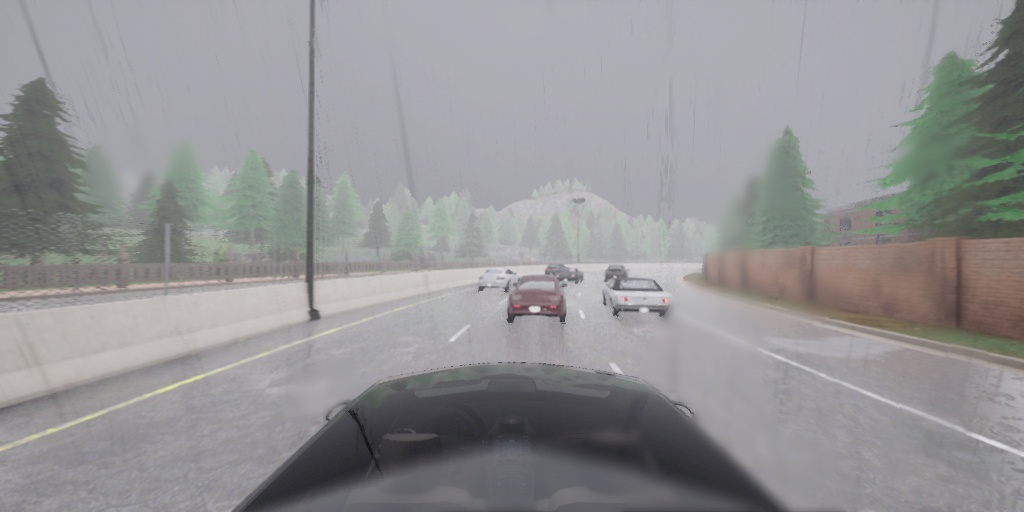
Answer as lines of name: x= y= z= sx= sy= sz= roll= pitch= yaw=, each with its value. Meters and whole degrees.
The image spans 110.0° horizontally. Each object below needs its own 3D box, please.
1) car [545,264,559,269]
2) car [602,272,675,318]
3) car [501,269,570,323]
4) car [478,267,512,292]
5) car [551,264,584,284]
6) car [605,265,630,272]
car: x=5.088 y=1.592 z=40.073 sx=1.837 sy=1.490 sz=4.892 roll=0 pitch=-1 yaw=24
car: x=4.591 y=1.473 z=13.789 sx=1.895 sy=1.301 sz=4.718 roll=0 pitch=0 yaw=8
car: x=0.948 y=1.368 z=12.518 sx=1.812 sy=1.442 sz=4.674 roll=0 pitch=0 yaw=7
car: x=-0.777 y=1.441 z=22.720 sx=1.812 sy=1.442 sz=4.674 roll=0 pitch=0 yaw=13
car: x=4.858 y=1.606 z=29.984 sx=1.895 sy=1.301 sz=4.718 roll=0 pitch=0 yaw=18
car: x=9.593 y=1.558 z=32.741 sx=1.837 sy=1.490 sz=4.892 roll=0 pitch=-1 yaw=21
